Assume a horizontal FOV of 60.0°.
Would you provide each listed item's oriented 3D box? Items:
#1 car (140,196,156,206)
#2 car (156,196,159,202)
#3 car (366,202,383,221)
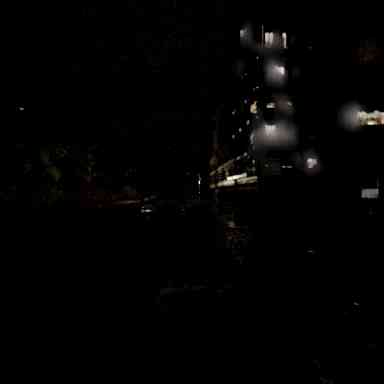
[{"bbox_3d":[-8.096,1.684,59.289,2.128,1.511,4.902,0,0,-2],"label":"car"},{"bbox_3d":[-8.529,1.553,75.803,2.033,1.411,5.357,0,0,-1],"label":"car"},{"bbox_3d":[14.156,1.237,21.989,4.674,1.442,1.812,-1,0,15],"label":"car"}]
